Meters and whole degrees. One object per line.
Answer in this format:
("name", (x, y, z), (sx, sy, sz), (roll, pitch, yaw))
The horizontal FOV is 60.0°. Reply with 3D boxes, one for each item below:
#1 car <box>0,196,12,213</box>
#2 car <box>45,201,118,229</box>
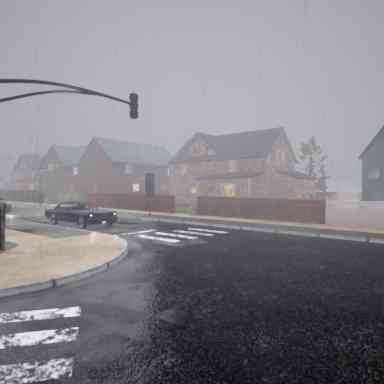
("car", (-16.234, 0.916, 26.701), (4.892, 1.490, 1.837), (2, 1, 39))
("car", (-6.209, 1.210, 18.522), (4.718, 1.301, 1.895), (1, 1, 40))
